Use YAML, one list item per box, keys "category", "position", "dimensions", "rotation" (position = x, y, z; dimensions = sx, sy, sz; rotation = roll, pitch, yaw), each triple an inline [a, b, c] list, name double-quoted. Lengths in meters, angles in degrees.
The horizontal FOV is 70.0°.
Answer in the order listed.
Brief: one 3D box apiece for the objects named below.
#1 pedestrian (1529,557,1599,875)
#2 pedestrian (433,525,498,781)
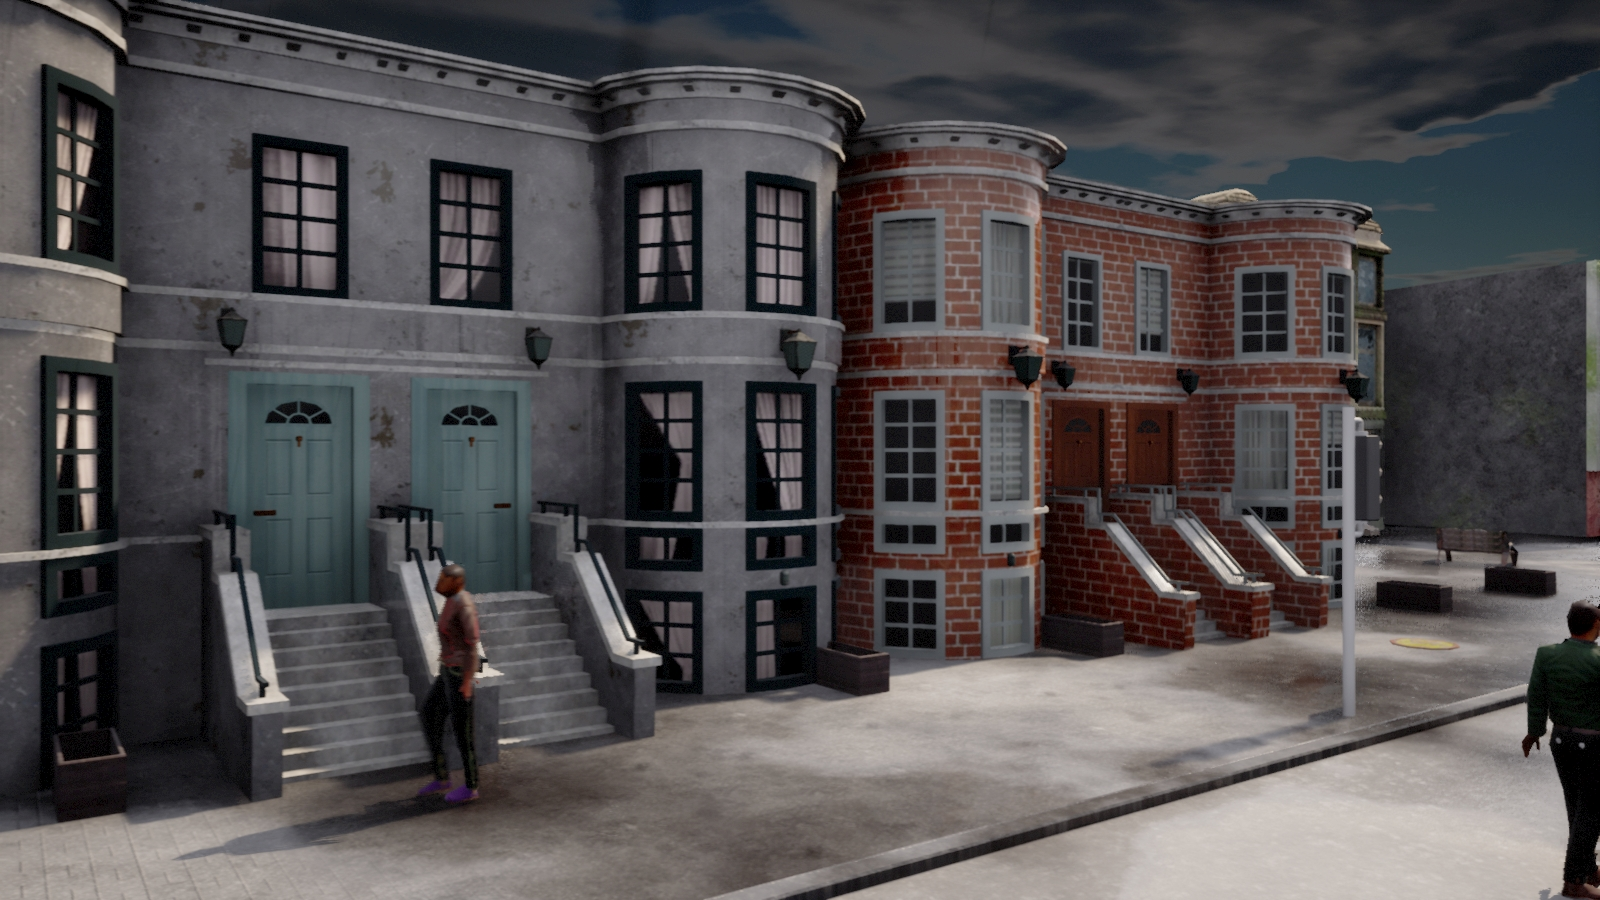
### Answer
- category: "pedestrian"
  position: [4.832, 1.616, 7.081]
  dimensions: [0.375, 1.860, 0.375]
  rotation: [0, 0, -19]
- category: "pedestrian"
  position: [-2.551, 1.519, 8.713]
  dimensions: [0.375, 1.860, 0.375]
  rotation: [0, 0, -35]
